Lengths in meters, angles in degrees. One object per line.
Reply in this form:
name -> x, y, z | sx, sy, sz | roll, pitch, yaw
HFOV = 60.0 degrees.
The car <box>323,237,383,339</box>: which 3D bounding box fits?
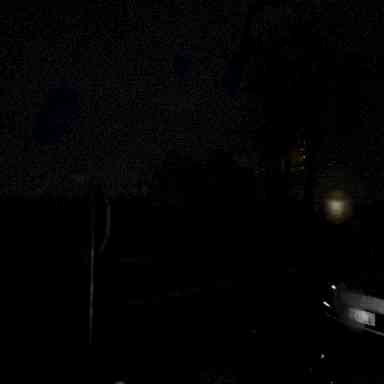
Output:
car -> 4.384, 1.498, 6.162 | 4.902, 1.511, 2.128 | 0, 0, -36
